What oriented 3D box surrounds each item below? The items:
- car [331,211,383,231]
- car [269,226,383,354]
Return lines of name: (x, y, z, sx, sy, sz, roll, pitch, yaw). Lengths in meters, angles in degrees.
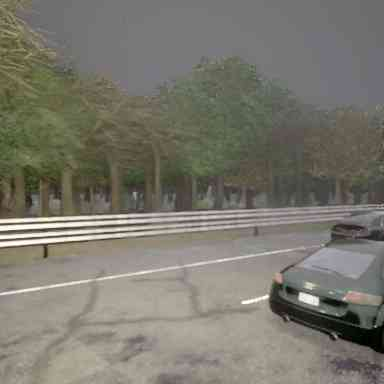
car: (7.576, 1.547, 13.451, 4.892, 1.490, 1.837, 0, 0, -35)
car: (3.393, 1.585, 6.181, 4.181, 1.385, 1.994, 0, 0, -36)
